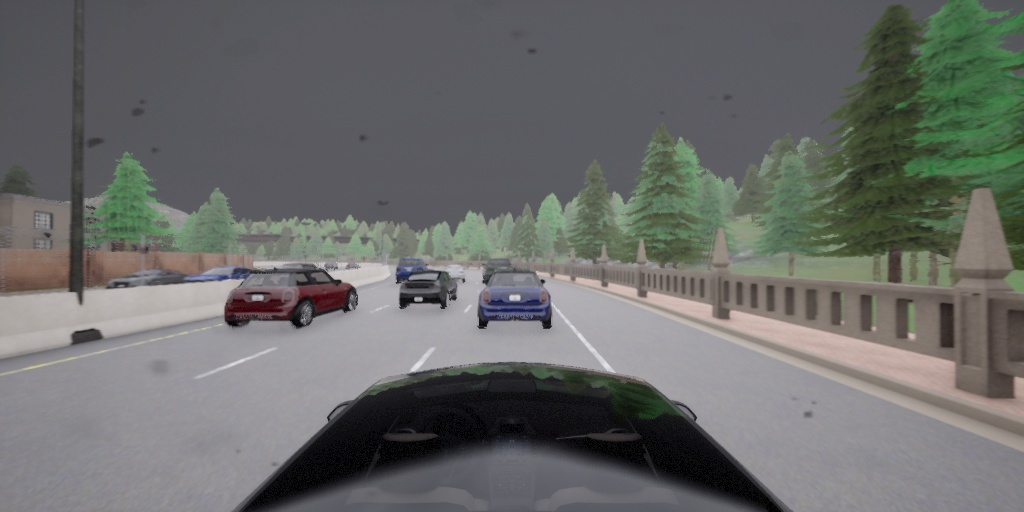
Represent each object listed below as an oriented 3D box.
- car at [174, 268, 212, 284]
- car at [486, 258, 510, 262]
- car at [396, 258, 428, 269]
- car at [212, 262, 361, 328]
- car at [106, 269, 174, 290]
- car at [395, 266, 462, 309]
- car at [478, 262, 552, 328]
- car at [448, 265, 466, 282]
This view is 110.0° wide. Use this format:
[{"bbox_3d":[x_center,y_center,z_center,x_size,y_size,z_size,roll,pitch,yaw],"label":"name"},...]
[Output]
[{"bbox_3d":[-18.172,1.395,22.707,1.882,1.535,5.008,0,0,-6],"label":"car"},{"bbox_3d":[-1.259,1.196,30.048,2.150,2.045,5.566,0,0,-9],"label":"car"},{"bbox_3d":[-8.314,1.196,29.986,2.150,2.045,5.566,0,0,-9],"label":"car"},{"bbox_3d":[-6.935,1.182,11.878,2.097,1.767,4.553,0,-1,0],"label":"car"},{"bbox_3d":[-21.600,1.472,21.640,1.994,1.385,4.181,0,0,-5],"label":"car"},{"bbox_3d":[-3.509,1.366,15.658,1.837,1.490,4.892,0,0,-1],"label":"car"},{"bbox_3d":[0.064,1.182,11.891,2.097,1.767,4.553,0,-1,0],"label":"car"},{"bbox_3d":[-5.147,1.516,31.917,1.812,1.442,4.674,0,0,-9],"label":"car"}]
